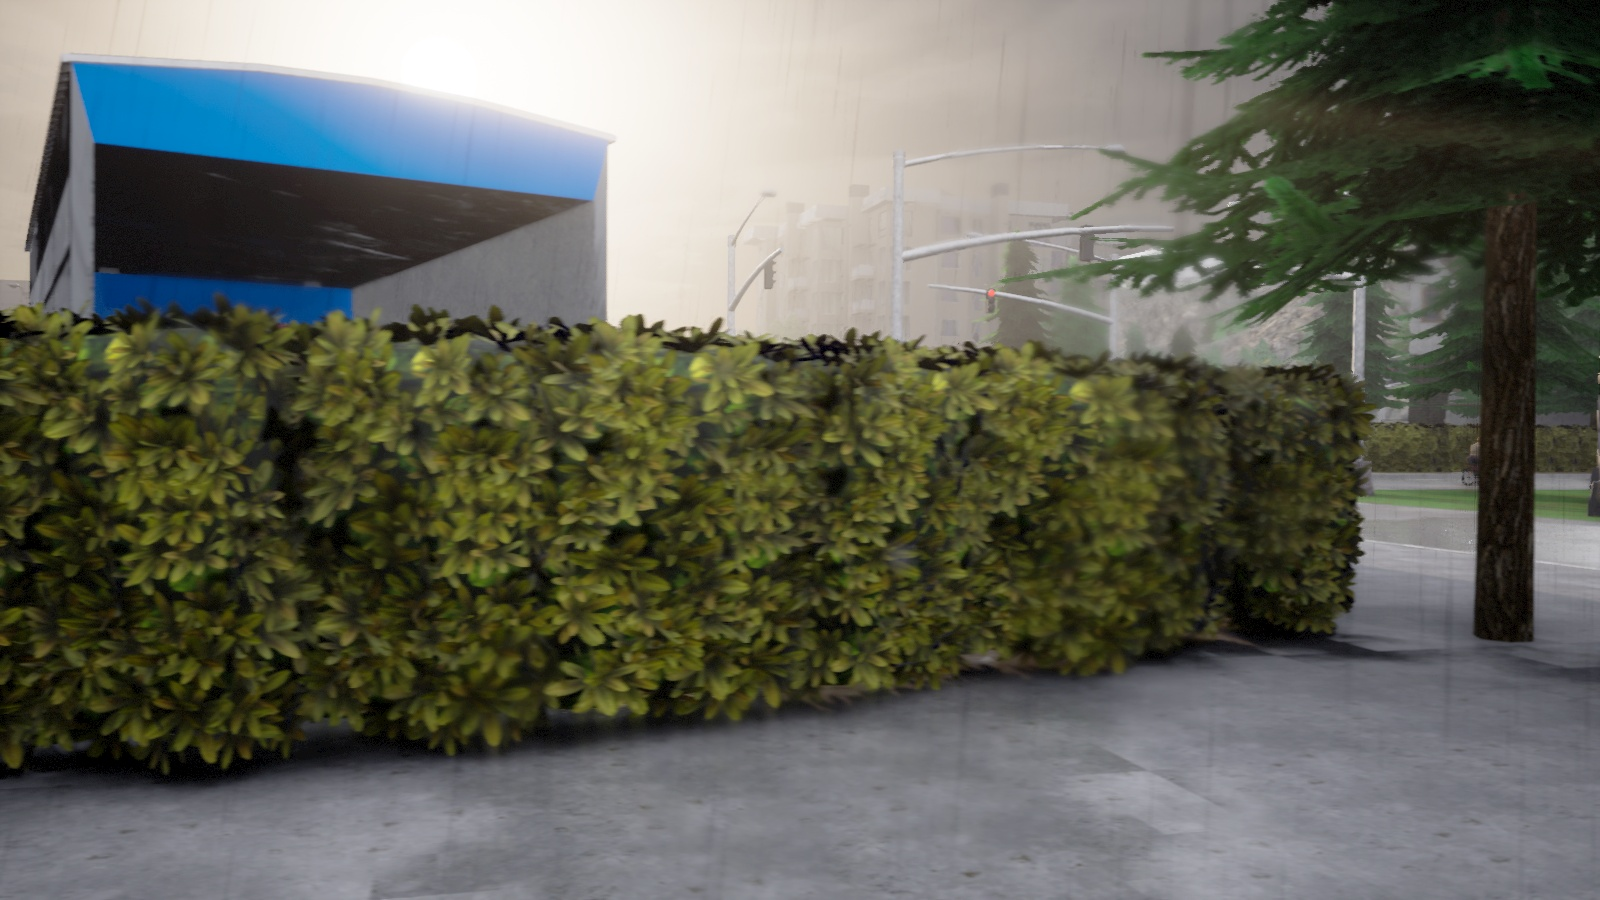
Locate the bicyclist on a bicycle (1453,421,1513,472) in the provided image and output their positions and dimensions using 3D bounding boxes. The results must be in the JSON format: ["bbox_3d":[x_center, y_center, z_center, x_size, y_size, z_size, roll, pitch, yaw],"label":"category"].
[{"bbox_3d":[21.895,-0.127,40.289,1.509,1.612,0.866,-1,1,-15],"label":"bicyclist on a bicycle"}]
